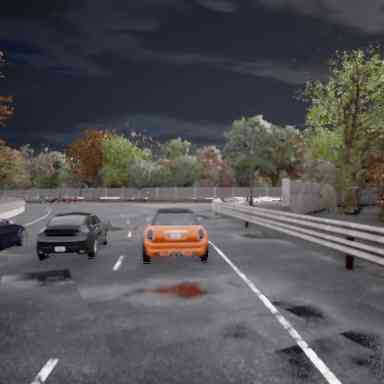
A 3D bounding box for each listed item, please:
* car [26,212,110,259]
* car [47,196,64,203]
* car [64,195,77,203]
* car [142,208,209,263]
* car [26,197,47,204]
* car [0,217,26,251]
[{"bbox_3d":[-4.365,1.524,12.704,1.837,1.490,4.892,0,0,-7],"label":"car"},{"bbox_3d":[-29.563,1.599,70.300,1.837,1.490,4.892,0,0,-43],"label":"car"},{"bbox_3d":[-26.876,1.439,72.544,2.097,1.767,4.553,0,0,-43],"label":"car"},{"bbox_3d":[-0.656,1.356,12.241,2.097,1.767,4.553,0,0,-5],"label":"car"},{"bbox_3d":[-32.230,1.655,68.034,2.033,1.411,5.357,0,0,-43],"label":"car"},{"bbox_3d":[-7.891,1.599,12.612,1.994,1.385,4.181,0,0,-7],"label":"car"}]
